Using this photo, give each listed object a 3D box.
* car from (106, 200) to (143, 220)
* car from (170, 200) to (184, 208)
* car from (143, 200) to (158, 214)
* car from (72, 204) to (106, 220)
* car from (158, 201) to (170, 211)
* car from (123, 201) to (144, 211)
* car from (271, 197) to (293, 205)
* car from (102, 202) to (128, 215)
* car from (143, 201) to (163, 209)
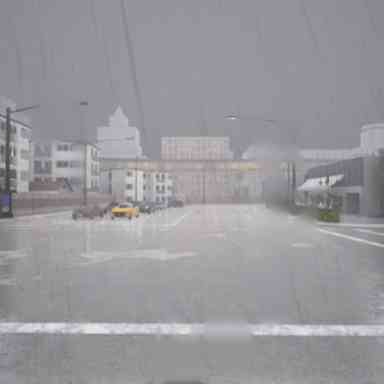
[{"bbox_3d":[-6.510,1.833,32.732,1.882,1.535,5.008,0,-1,3],"label":"car"},{"bbox_3d":[-2.993,2.239,61.563,1.837,1.490,4.892,0,-1,22],"label":"car"},{"bbox_3d":[-6.015,1.825,41.702,2.097,1.767,4.553,0,-1,4],"label":"car"},{"bbox_3d":[-10.026,1.878,32.499,1.812,1.442,4.674,0,-1,3],"label":"car"},{"bbox_3d":[-5.239,2.204,51.609,1.895,1.301,4.718,0,-1,7],"label":"car"},{"bbox_3d":[-8.838,2.095,50.593,1.837,1.490,4.892,0,-1,6],"label":"car"},{"bbox_3d":[19.162,2.067,69.720,5.566,2.045,2.150,0,-1,-19],"label":"car"},{"bbox_3d":[-9.569,1.997,41.589,1.812,1.442,4.674,0,-1,5],"label":"car"},{"bbox_3d":[-7.073,2.323,60.641,1.895,1.301,4.718,0,-1,18],"label":"car"}]
